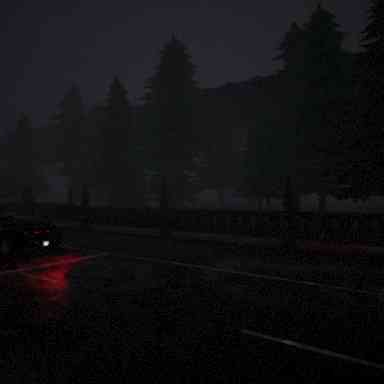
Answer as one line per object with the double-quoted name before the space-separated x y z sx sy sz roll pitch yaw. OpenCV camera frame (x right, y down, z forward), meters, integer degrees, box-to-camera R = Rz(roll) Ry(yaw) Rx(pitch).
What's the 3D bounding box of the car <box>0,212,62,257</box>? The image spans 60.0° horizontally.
"car" -7.262 1.599 13.470 4.892 1.490 1.837 0 0 36
